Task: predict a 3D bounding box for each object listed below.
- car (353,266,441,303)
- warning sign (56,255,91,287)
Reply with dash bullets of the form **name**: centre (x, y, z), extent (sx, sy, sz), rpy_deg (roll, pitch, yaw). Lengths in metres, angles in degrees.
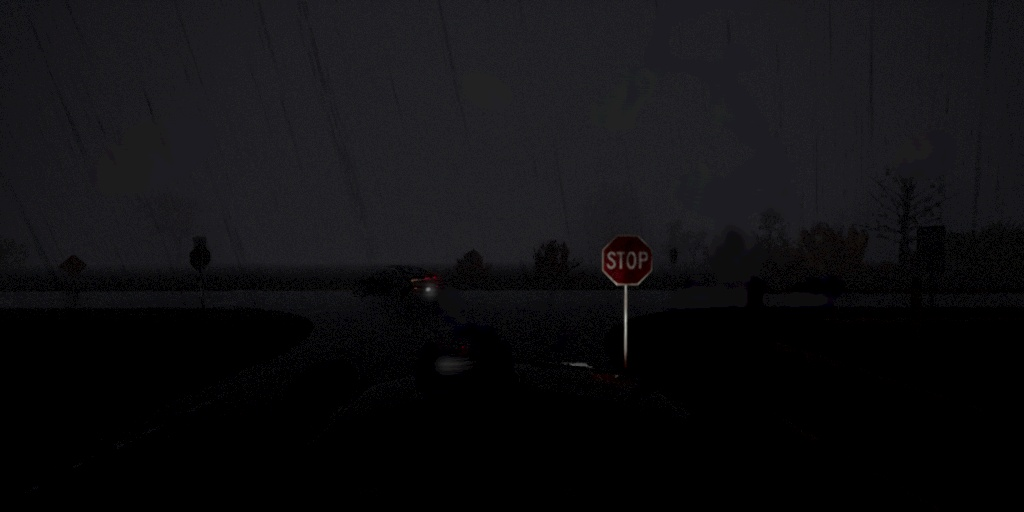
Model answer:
- **car**: centre (-5.307, 1.188, 16.218), extent (4.902, 1.511, 2.128), rpy_deg (0, 0, 38)
- **warning sign**: centre (-25.401, 0.846, 20.737), extent (1.060, 1.860, 1.300), rpy_deg (0, 0, 0)
